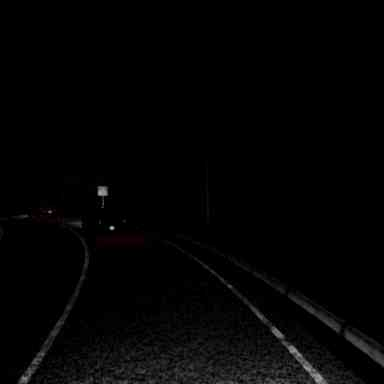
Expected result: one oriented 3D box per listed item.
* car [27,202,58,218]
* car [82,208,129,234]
[{"bbox_3d":[-14.270,1.664,31.737,1.812,1.442,4.674,1,-1,-40],"label":"car"},{"bbox_3d":[-5.205,1.603,19.512,1.895,1.301,4.718,0,0,-27],"label":"car"}]
